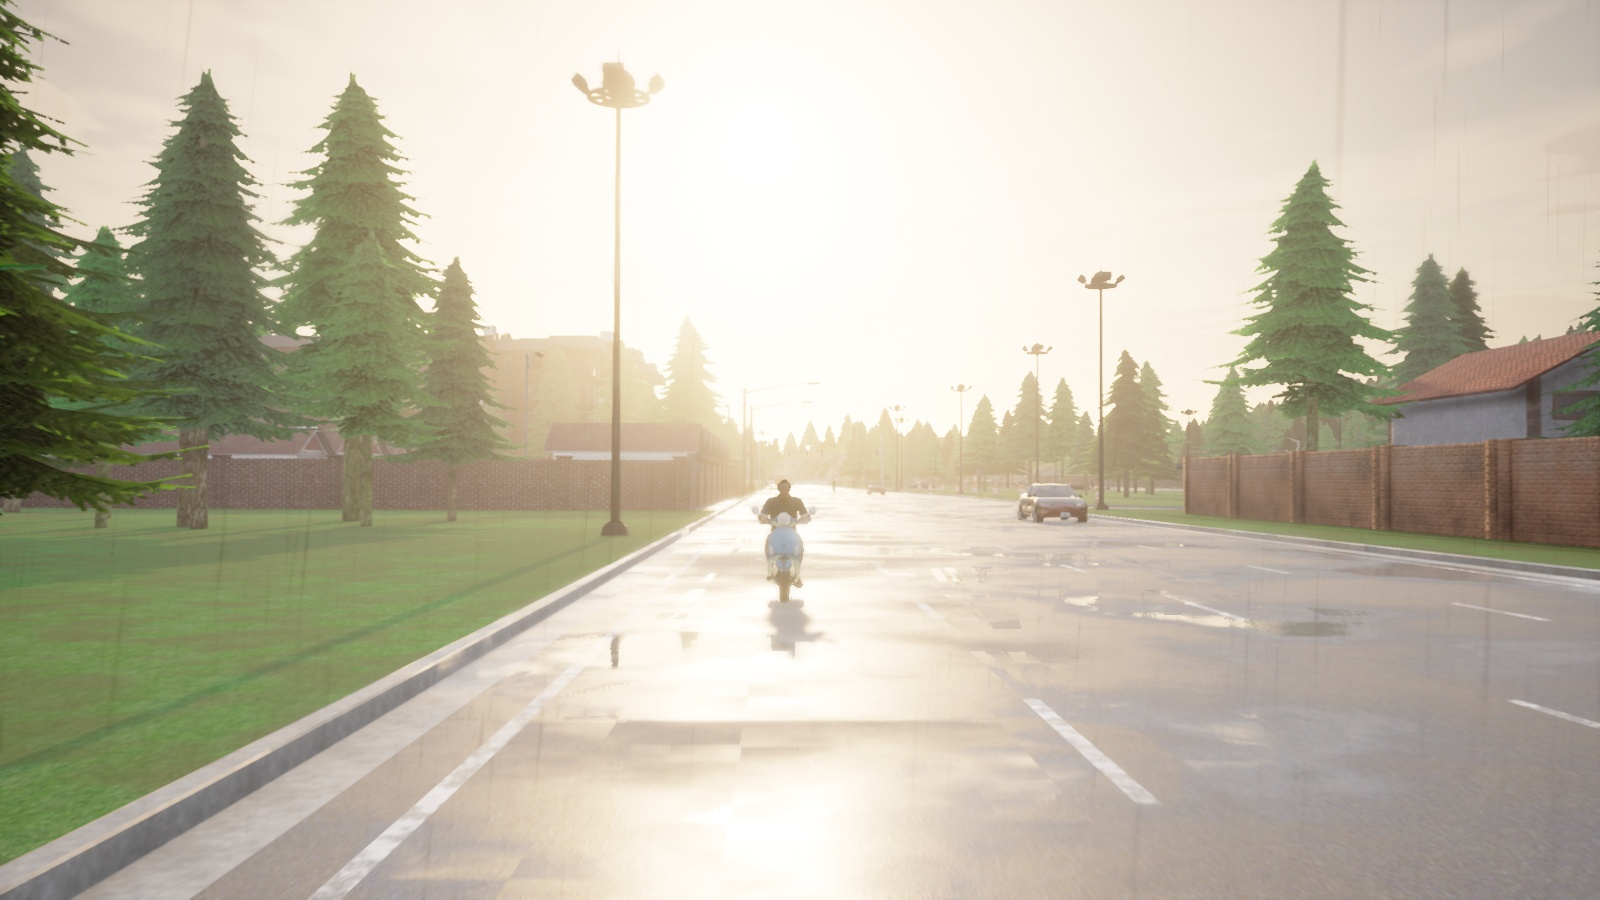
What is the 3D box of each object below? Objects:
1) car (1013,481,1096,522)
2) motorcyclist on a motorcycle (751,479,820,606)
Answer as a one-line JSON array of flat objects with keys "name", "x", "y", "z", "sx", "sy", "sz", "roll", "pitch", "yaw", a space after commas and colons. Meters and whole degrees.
[{"name": "car", "x": 9.773, "y": 1.946, "z": 48.594, "sx": 2.163, "sy": 1.488, "sz": 4.792, "roll": 0, "pitch": -1, "yaw": -1}, {"name": "motorcyclist on a motorcycle", "x": -0.202, "y": 1.180, "z": 16.727, "sx": 0.866, "sy": 1.590, "sz": 1.817, "roll": 0, "pitch": -1, "yaw": -1}]
